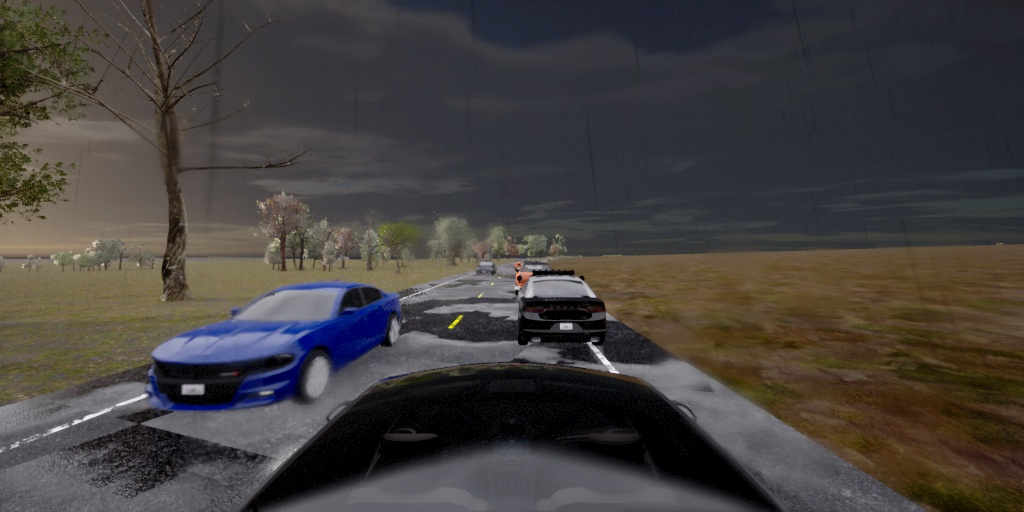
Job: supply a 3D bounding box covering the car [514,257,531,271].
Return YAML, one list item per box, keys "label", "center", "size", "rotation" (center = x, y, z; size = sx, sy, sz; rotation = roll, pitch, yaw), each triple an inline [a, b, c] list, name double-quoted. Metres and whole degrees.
- label: "car"
  center: [1.530, 1.092, 50.749]
  size: [2.097, 1.767, 4.553]
  rotation: [0, 0, 4]

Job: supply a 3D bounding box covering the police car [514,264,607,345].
- label: "police car"
  center: [1.088, 1.175, 9.609]
  size: [1.930, 1.638, 5.238]
  rotation: [0, 0, 1]

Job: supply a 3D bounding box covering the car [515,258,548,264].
- label: "car"
  center: [1.244, 1.101, 19.434]
  size: [2.097, 1.767, 4.553]
  rotation: [0, 0, 1]

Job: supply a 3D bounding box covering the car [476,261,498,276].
- label: "car"
  center: [-2.671, 1.273, 37.887]
  size: [1.812, 1.442, 4.674]
  rotation: [0, 0, 3]

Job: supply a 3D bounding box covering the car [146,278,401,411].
- label: "car"
  center: [-3.567, 1.228, 6.526]
  size: [1.882, 1.535, 5.008]
  rotation: [0, 0, 0]
